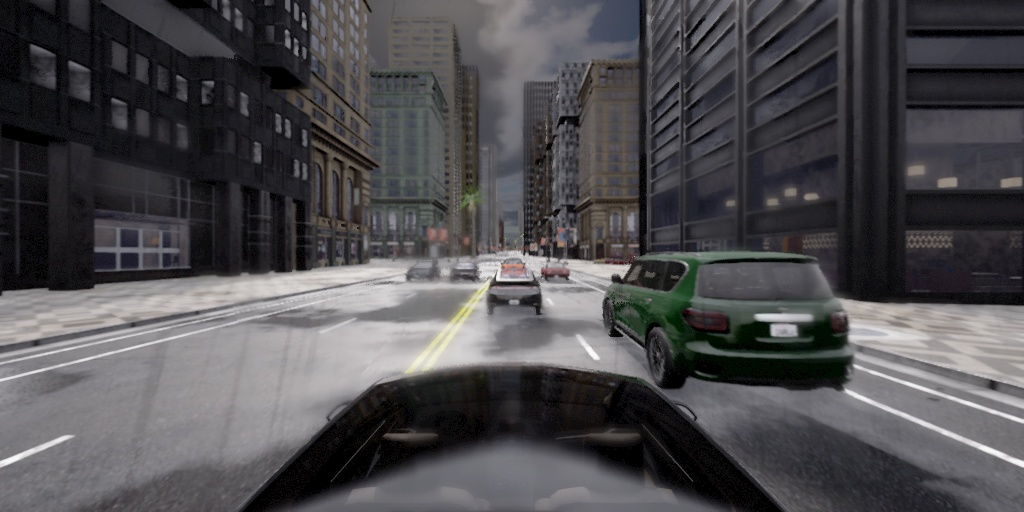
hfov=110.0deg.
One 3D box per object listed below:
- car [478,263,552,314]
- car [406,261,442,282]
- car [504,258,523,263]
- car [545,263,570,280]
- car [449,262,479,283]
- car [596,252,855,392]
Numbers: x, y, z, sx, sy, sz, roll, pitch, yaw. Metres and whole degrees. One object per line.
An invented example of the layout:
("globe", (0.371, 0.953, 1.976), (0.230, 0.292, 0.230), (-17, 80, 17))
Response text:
("car", (0.090, 1.185, 13.437), (2.128, 1.511, 4.902), (0, 0, 0))
("car", (-6.601, 1.143, 27.282), (1.812, 1.442, 4.674), (0, 0, 0))
("car", (0.092, 0.954, 29.969), (2.097, 1.767, 4.553), (0, 0, 0))
("car", (3.342, 1.210, 28.670), (1.895, 1.301, 4.718), (0, 0, 0))
("car", (-3.349, 1.170, 26.477), (2.033, 1.411, 5.357), (0, 0, 0))
("car", (3.297, 0.946, 6.859), (2.150, 2.045, 5.566), (0, 0, 3))
